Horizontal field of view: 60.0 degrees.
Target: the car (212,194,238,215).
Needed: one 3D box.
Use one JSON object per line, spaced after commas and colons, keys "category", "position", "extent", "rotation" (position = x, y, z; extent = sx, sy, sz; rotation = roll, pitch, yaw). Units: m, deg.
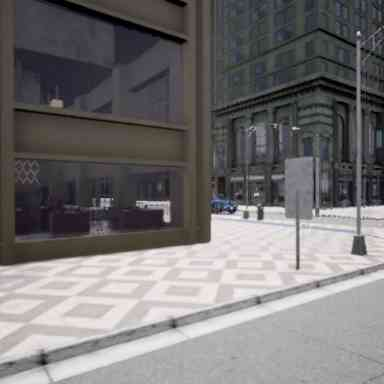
{"category": "car", "position": [2.258, 1.183, 34.035], "extent": [2.150, 2.045, 5.566], "rotation": [0, 0, -35]}
